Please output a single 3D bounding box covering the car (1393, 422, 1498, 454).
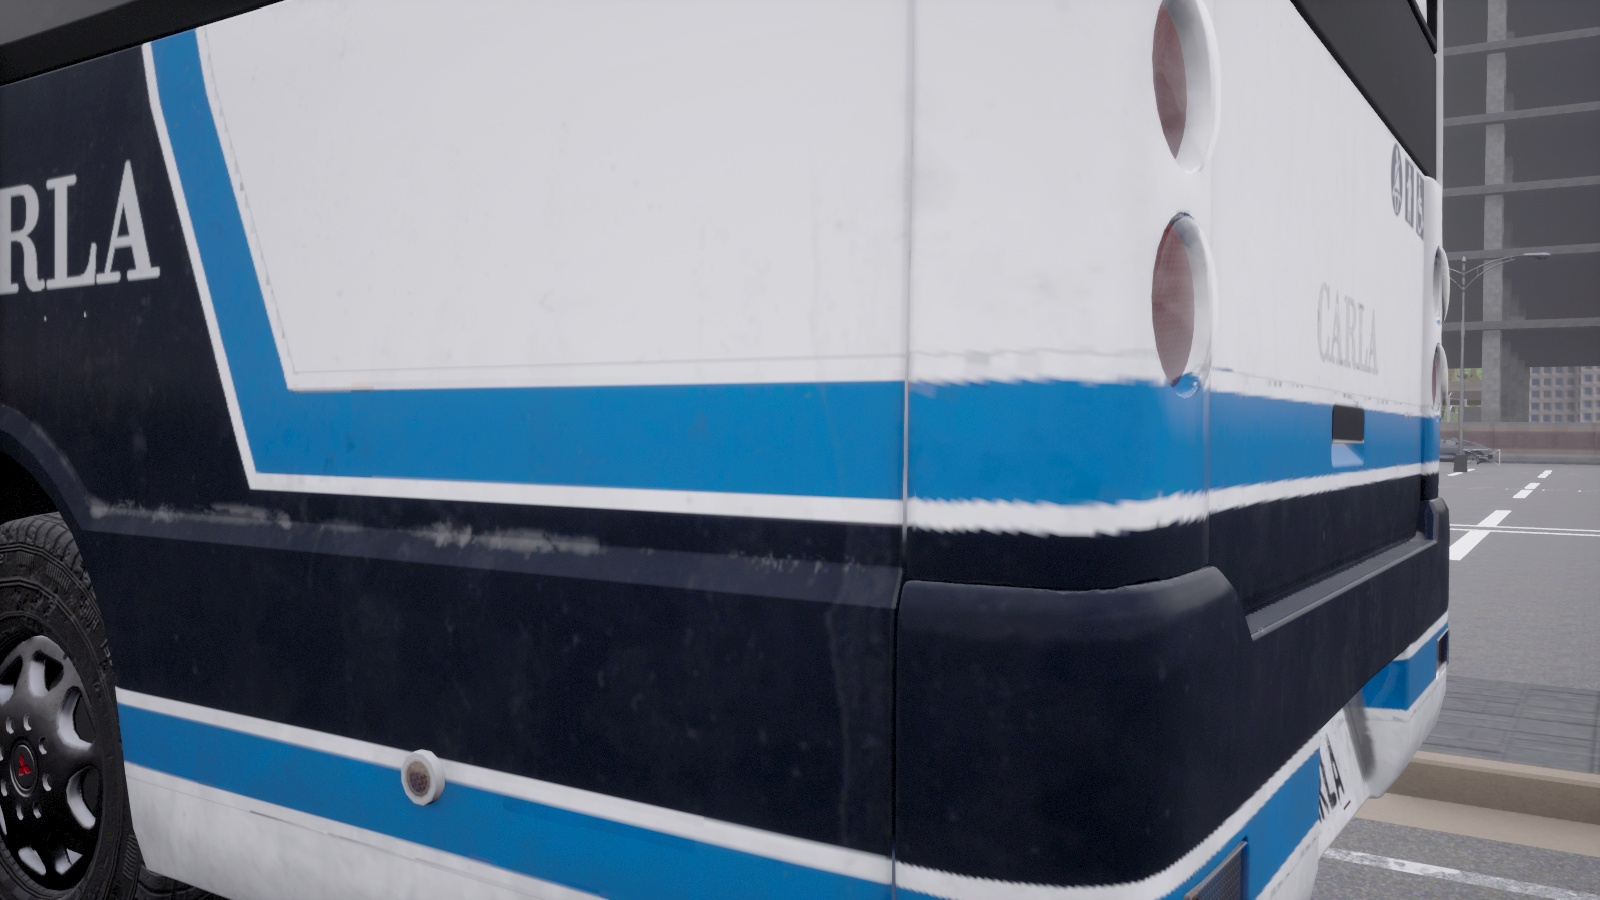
[{"bbox_3d":[34.500,-0.624,67.181,4.856,1.649,2.033,0,1,32],"label":"car"}]

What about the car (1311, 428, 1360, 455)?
[{"bbox_3d":[28.481,-0.439,66.788,2.207,1.376,1.481,0,1,32],"label":"car"}]

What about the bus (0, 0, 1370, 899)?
[{"bbox_3d":[-3.296,-0.694,5.768,10.273,4.253,3.944,0,1,33],"label":"bus"}]
